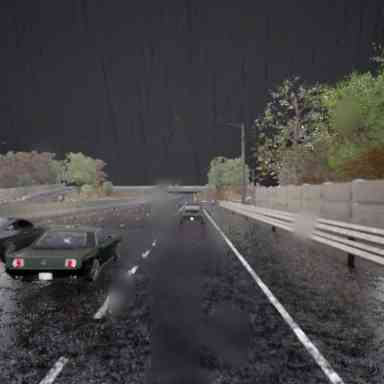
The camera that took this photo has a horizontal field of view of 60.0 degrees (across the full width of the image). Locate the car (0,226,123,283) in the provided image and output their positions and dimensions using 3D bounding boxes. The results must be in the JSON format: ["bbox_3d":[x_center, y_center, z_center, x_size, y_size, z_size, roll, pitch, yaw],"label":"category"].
[{"bbox_3d":[-3.396,1.697,9.955,1.895,1.301,4.718,0,-1,0],"label":"car"}]

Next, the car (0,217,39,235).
[{"bbox_3d":[-6.898,1.646,12.352,1.812,1.442,4.674,0,-1,0],"label":"car"}]

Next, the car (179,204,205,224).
[{"bbox_3d":[0.007,1.780,27.125,1.837,1.490,4.892,0,-1,0],"label":"car"}]

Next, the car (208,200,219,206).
[{"bbox_3d":[5.326,2.724,81.194,1.812,1.442,4.674,0,-2,20],"label":"car"}]
